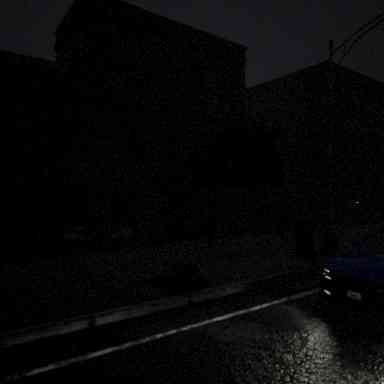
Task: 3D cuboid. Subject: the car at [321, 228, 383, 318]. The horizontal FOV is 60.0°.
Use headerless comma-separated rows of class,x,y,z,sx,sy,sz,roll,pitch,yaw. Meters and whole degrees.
car,4.778,1.480,7.097,5.008,1.535,1.882,0,0,-36
